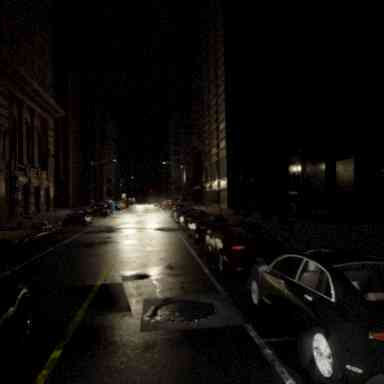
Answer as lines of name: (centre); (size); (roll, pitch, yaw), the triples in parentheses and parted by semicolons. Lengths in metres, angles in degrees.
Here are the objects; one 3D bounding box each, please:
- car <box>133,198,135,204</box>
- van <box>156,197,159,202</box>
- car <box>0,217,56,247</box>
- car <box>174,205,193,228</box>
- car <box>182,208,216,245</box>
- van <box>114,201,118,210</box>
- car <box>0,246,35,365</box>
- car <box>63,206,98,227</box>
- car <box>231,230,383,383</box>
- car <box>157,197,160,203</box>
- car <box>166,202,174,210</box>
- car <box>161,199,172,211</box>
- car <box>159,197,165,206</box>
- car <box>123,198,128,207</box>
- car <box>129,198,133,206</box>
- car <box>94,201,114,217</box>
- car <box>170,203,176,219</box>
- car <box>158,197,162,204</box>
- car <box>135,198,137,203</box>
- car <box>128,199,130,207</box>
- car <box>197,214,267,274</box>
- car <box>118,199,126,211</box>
car: (-15.885, 2.559, 82.372); (1.967, 1.590, 4.097); (0, -1, -7)
van: (-8.113, 2.374, 89.006); (1.690, 1.788, 3.998); (0, -1, -7)
car: (-7.629, 1.834, 15.218); (1.752, 1.417, 4.829); (0, -1, -7)
car: (0.124, 1.775, 22.016); (1.887, 1.381, 4.507); (0, -1, -7)
car: (0.810, 1.704, 16.434); (1.887, 1.381, 4.507); (0, -1, -7)
van: (-11.082, 1.996, 43.300); (1.690, 1.788, 3.998); (0, -1, -7)
car: (-3.330, 1.669, 3.625); (1.994, 1.385, 4.181); (-1, -1, -7)
car: (-9.022, 2.033, 26.551); (1.802, 1.307, 4.206); (0, -1, -7)
car: (2.182, 1.567, 5.270); (2.008, 1.369, 4.403); (0, -1, -7)
car: (-6.053, 2.387, 72.257); (2.008, 1.369, 4.403); (0, -1, -7)
car: (-1.249, 1.934, 33.182); (1.947, 1.339, 4.313); (0, -1, -7)
car: (-3.308, 2.115, 49.928); (1.887, 1.381, 4.507); (0, -1, -7)
car: (-3.995, 2.077, 55.512); (1.967, 1.590, 4.097); (0, -1, -7)
car: (-13.140, 2.295, 60.044); (1.967, 1.590, 4.097); (0, -1, -7)
car: (-14.514, 2.302, 71.210); (2.192, 1.841, 5.009); (0, -1, -7)
car: (-10.395, 2.027, 37.717); (1.967, 1.590, 4.097); (0, -1, -7)
car: (-0.563, 1.844, 27.599); (1.887, 1.381, 4.507); (0, -1, -7)
car: (-5.367, 2.315, 66.675); (1.887, 1.381, 4.507); (0, -1, -7)
car: (-17.257, 2.832, 93.534); (1.802, 1.307, 4.206); (0, -1, -7)
car: (-13.805, 2.445, 65.457); (1.752, 1.417, 4.829); (0, -1, -7)
car: (1.496, 1.633, 10.852); (1.887, 1.381, 4.507); (0, -1, -7)
car: (-12.453, 2.354, 54.461); (1.947, 1.339, 4.313); (0, -1, -7)
